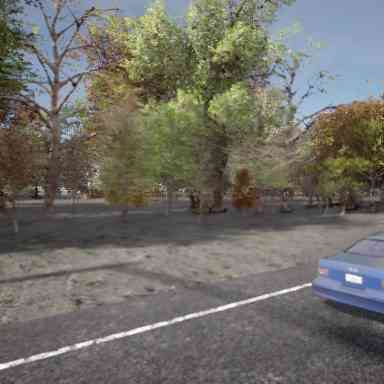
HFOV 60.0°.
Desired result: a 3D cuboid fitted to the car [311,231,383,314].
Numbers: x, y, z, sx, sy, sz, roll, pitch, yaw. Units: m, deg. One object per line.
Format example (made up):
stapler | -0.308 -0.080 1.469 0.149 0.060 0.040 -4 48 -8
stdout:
car | 4.837 1.544 7.200 5.357 1.411 2.033 0 0 -35
